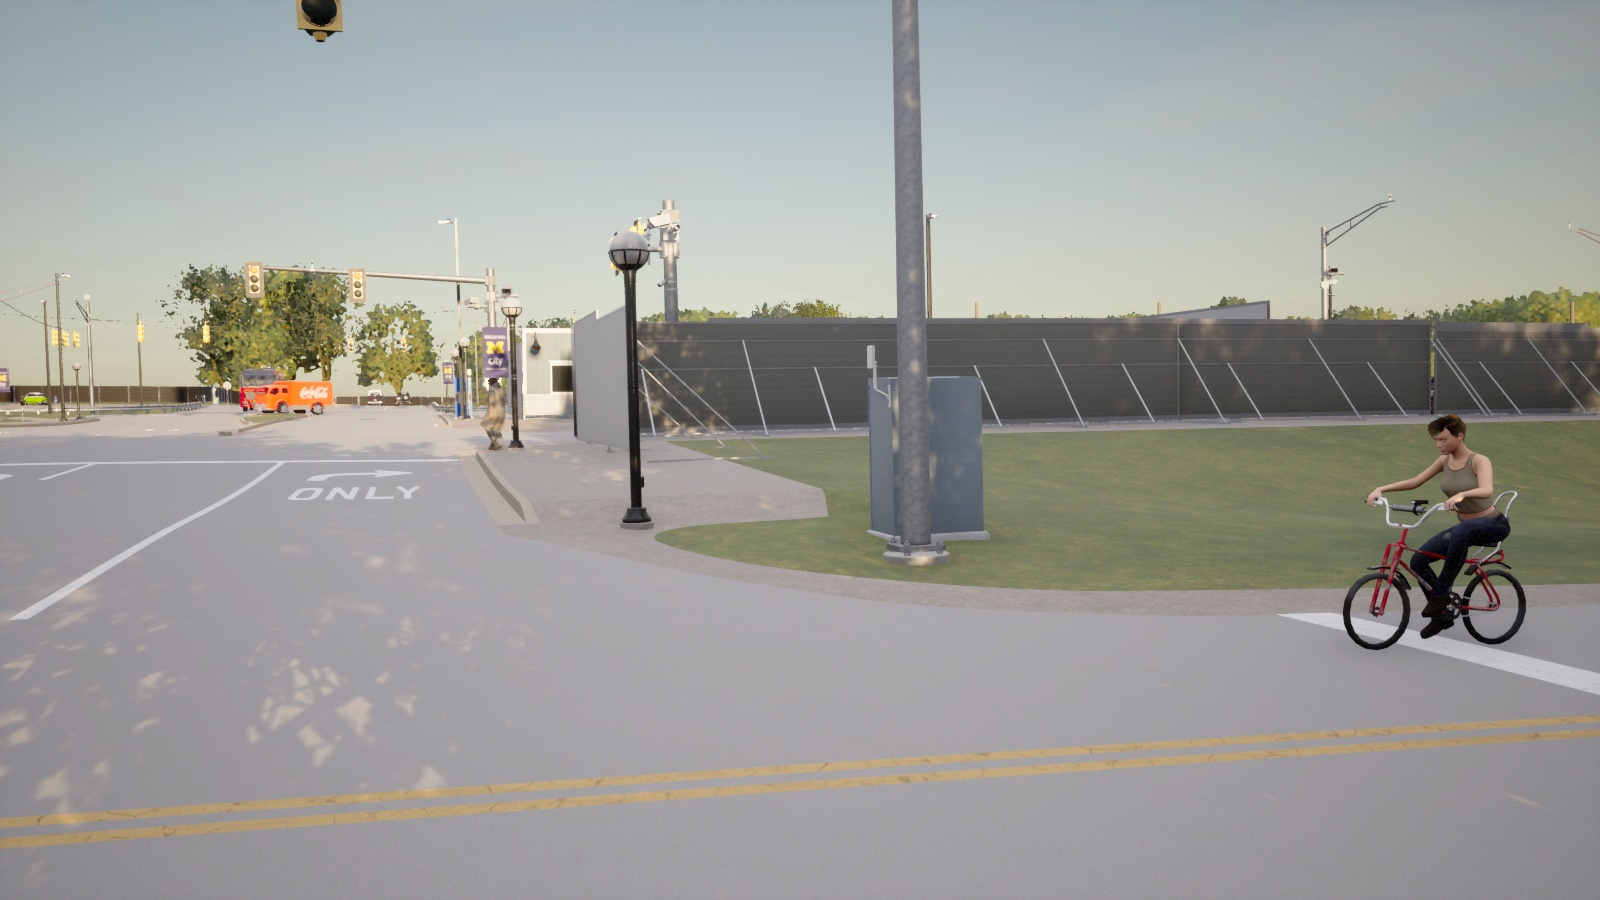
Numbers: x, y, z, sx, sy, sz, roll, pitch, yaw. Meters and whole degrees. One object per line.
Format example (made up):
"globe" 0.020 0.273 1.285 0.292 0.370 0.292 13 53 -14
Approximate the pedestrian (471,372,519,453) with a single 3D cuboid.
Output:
"pedestrian" -7.444 -0.912 30.672 0.873 1.952 0.659 -1 2 17

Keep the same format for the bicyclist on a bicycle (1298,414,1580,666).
"bicyclist on a bicycle" 4.373 0.568 8.649 1.509 1.612 0.866 0 1 -14

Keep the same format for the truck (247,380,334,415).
"truck" -36.575 -3.779 90.318 2.627 2.467 5.204 1 3 34
